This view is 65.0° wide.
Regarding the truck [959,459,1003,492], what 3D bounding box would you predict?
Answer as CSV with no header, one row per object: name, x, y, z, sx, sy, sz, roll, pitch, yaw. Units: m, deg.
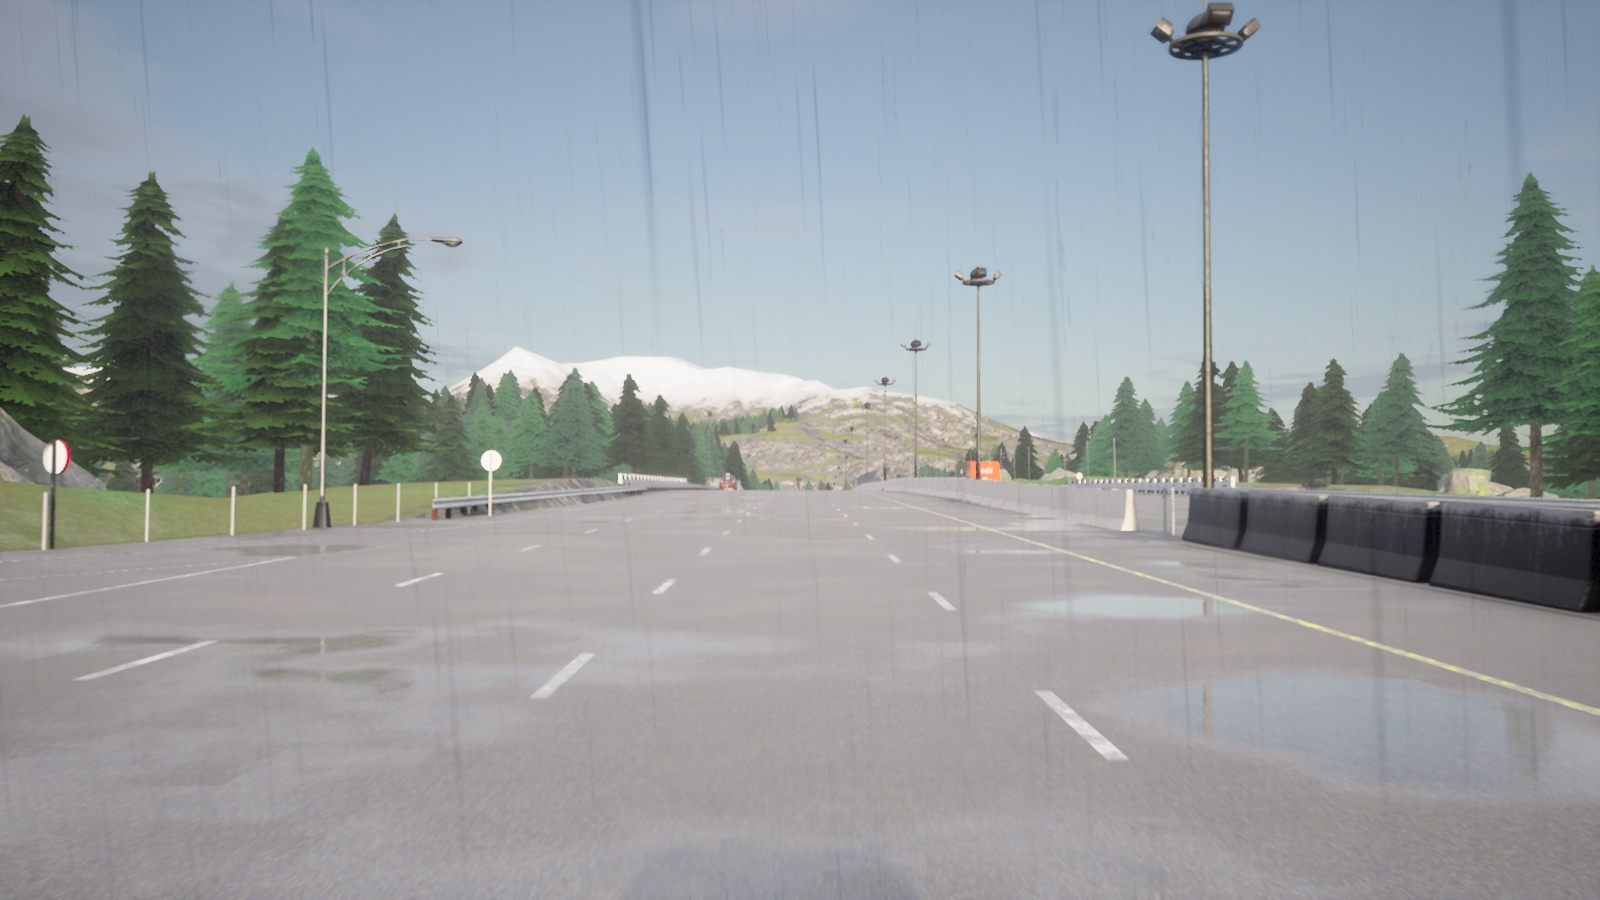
truck,13.846,1.957,96.581,2.627,2.467,5.204,0,-1,0
